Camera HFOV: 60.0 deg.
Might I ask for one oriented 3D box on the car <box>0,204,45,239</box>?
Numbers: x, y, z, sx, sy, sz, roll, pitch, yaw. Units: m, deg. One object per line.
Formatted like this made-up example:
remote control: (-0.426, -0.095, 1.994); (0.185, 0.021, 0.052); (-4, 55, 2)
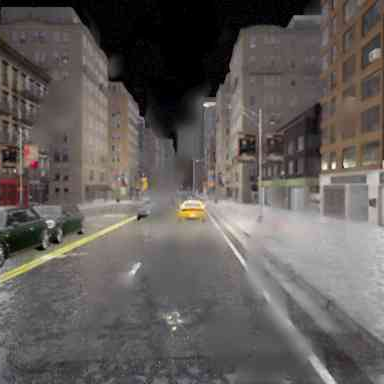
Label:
car: (-9.811, 1.473, 17.712); (1.812, 1.442, 4.674); (0, 0, 1)

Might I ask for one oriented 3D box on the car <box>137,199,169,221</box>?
car: (-3.188, 1.488, 26.806); (1.994, 1.385, 4.181); (0, 0, 0)

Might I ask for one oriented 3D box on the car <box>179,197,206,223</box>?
car: (0.056, 1.406, 25.095); (1.882, 1.535, 5.008); (0, 0, 0)

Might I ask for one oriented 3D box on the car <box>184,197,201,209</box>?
car: (0.076, 1.384, 43.384); (2.128, 1.511, 4.902); (0, 0, 0)

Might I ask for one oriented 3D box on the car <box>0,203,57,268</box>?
car: (-6.498, 1.317, 10.864); (2.097, 1.767, 4.553); (0, 0, 0)

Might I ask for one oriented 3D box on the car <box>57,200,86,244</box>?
car: (-6.574, 1.305, 15.454); (2.097, 1.767, 4.553); (0, 0, 0)

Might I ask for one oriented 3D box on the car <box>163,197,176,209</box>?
car: (-3.170, 1.417, 43.552); (1.812, 1.442, 4.674); (0, 0, 0)
